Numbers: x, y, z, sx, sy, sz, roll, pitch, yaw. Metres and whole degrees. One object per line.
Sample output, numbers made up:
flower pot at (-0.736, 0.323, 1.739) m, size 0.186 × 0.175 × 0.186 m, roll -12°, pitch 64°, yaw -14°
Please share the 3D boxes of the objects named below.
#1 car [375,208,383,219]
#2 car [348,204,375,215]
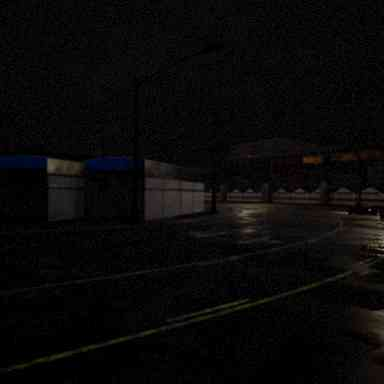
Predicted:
car at (19.271, 1.991, 31.322) m, size 2.033 × 1.411 × 5.357 m, roll 0°, pitch 0°, yaw 16°
car at (20.726, 2.093, 40.541) m, size 1.994 × 1.385 × 4.181 m, roll 1°, pitch 0°, yaw 4°
